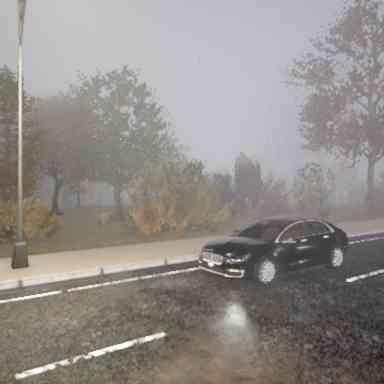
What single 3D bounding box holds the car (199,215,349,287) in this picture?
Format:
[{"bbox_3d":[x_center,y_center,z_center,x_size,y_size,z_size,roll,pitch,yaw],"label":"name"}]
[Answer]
[{"bbox_3d":[2.446,1.461,9.334,4.892,1.490,1.837,0,0,-35],"label":"car"}]
